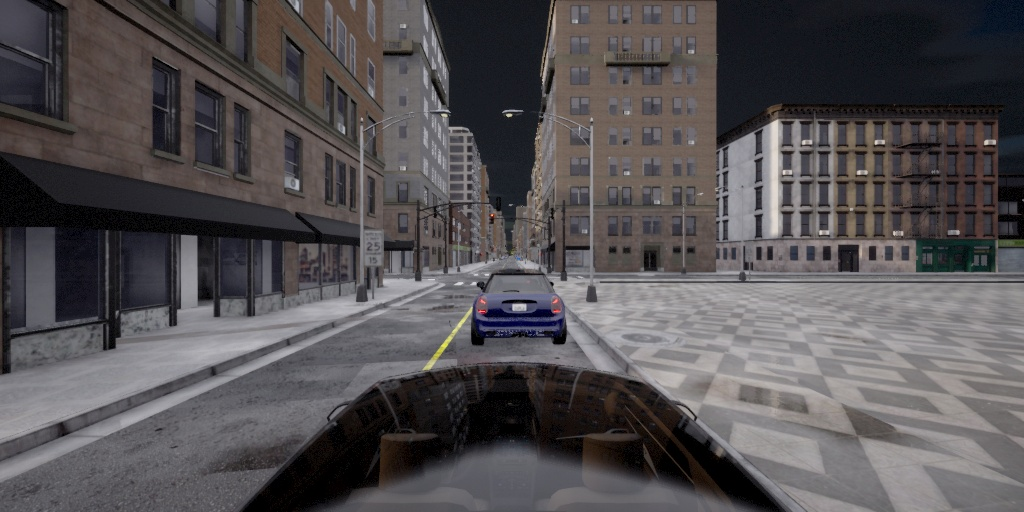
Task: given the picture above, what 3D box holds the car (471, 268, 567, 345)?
[{"bbox_3d":[0.102,1.102,9.661,2.097,1.767,4.553,0,0,-1],"label":"car"}]
